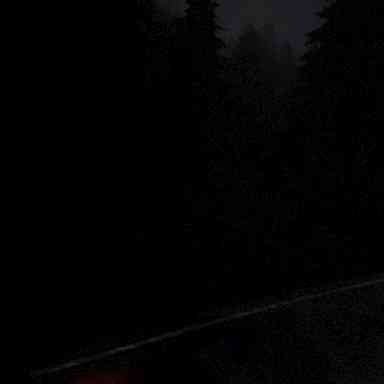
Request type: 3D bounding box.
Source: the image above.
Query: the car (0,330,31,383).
[{"bbox_3d":[-3.434,1.554,1.159,5.357,1.411,2.033,0,0,-35],"label":"car"}]
